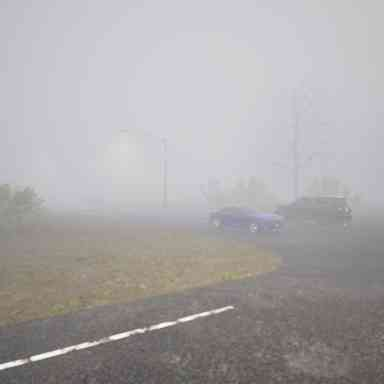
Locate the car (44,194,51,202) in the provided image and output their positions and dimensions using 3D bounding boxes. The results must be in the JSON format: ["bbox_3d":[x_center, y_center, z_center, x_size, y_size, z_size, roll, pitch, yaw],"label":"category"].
[{"bbox_3d":[-28.656,1.309,63.027,2.033,1.411,5.357,0,0,-32],"label":"car"}]

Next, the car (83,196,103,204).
[{"bbox_3d":[-17.551,1.409,58.916,2.033,1.411,5.357,0,0,-37],"label":"car"}]

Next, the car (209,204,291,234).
[{"bbox_3d":[3.109,1.529,19.955,1.882,1.535,5.008,0,0,-37],"label":"car"}]

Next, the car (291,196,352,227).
[{"bbox_3d":[8.675,1.313,24.199,2.150,2.045,5.566,0,0,-37],"label":"car"}]

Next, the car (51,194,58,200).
[{"bbox_3d":[-33.894,1.187,80.549,1.837,1.490,4.892,0,0,-37],"label":"car"}]
